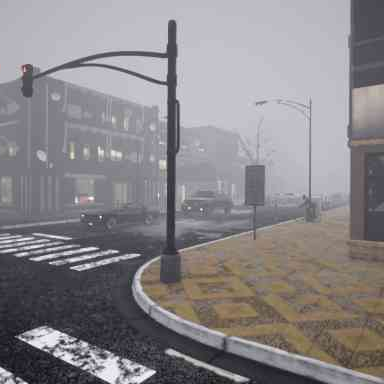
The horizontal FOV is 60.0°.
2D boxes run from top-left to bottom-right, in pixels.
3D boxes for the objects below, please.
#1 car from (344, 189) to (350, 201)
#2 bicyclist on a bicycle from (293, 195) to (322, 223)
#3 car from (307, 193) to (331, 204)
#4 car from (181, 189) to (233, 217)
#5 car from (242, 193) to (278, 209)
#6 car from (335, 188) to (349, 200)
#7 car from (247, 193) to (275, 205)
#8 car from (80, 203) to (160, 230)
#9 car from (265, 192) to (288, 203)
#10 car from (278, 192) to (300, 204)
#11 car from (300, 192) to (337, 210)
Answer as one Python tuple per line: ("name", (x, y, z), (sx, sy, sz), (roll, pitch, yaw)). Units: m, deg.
("car", (25.412, 0.619, 51.686), (1.887, 1.381, 4.507), (2, 2, 35))
("bicyclist on a bicycle", (6.775, 1.003, 19.598), (1.656, 1.620, 0.582), (0, 1, 35))
("car", (16.671, 0.842, 43.632), (1.895, 1.301, 4.718), (1, 1, 35))
("car", (1.370, 0.798, 27.139), (2.150, 2.045, 5.566), (1, 1, 35))
("car", (7.081, 1.014, 35.388), (1.895, 1.301, 4.718), (1, 1, 35))
("car", (24.213, 0.572, 54.552), (2.033, 1.411, 5.357), (1, 1, 36))
("car", (8.863, 0.821, 42.620), (1.887, 1.381, 4.507), (2, 2, 35))
("car", (-4.072, 1.334, 19.299), (1.895, 1.301, 4.718), (1, 1, 35))
("car", (12.102, 0.767, 47.242), (1.802, 1.307, 4.206), (2, 2, 35))
("car", (12.954, 0.772, 43.801), (1.812, 1.442, 4.674), (1, 1, 34))
("car", (12.650, 0.993, 33.068), (2.008, 1.369, 4.403), (2, 2, 35))
